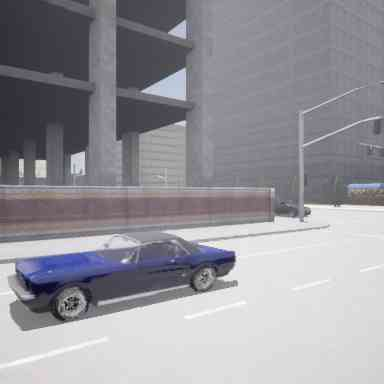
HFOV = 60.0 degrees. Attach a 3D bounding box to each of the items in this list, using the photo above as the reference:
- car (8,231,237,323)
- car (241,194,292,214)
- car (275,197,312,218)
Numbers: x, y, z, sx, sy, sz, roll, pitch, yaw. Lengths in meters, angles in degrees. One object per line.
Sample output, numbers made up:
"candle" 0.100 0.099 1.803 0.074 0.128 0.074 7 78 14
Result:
"car" -1.334 1.601 7.336 4.718 1.301 1.895 0 0 -35
"car" 8.197 1.221 37.307 2.150 2.045 5.566 0 0 -36
"car" 8.643 1.506 30.674 1.837 1.490 4.892 0 0 -35
